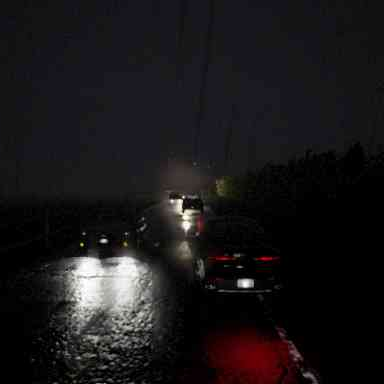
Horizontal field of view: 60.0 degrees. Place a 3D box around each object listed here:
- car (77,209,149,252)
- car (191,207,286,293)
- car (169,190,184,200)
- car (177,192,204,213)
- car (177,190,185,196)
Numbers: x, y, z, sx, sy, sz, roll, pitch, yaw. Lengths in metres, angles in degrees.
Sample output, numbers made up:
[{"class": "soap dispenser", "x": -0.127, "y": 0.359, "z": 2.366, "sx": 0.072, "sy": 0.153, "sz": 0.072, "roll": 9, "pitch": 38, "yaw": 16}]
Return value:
[{"class": "car", "x": -2.835, "y": 1.354, "z": 12.687, "sx": 1.994, "sy": 1.385, "sz": 4.181, "roll": 0, "pitch": 1, "yaw": 0}, {"class": "car", "x": 0.973, "y": 1.365, "z": 8.437, "sx": 1.837, "sy": 1.490, "sz": 4.892, "roll": 0, "pitch": 1, "yaw": 0}, {"class": "car", "x": -2.751, "y": 0.646, "z": 56.296, "sx": 1.994, "sy": 1.385, "sz": 4.181, "roll": 0, "pitch": 1, "yaw": 0}, {"class": "car", "x": 0.070, "y": 1.007, "z": 29.549, "sx": 2.128, "sy": 1.511, "sz": 4.902, "roll": 0, "pitch": 1, "yaw": 1}, {"class": "car", "x": -2.655, "y": 0.205, "z": 80.078, "sx": 1.837, "sy": 1.490, "sz": 4.892, "roll": 0, "pitch": 0, "yaw": 0}]
